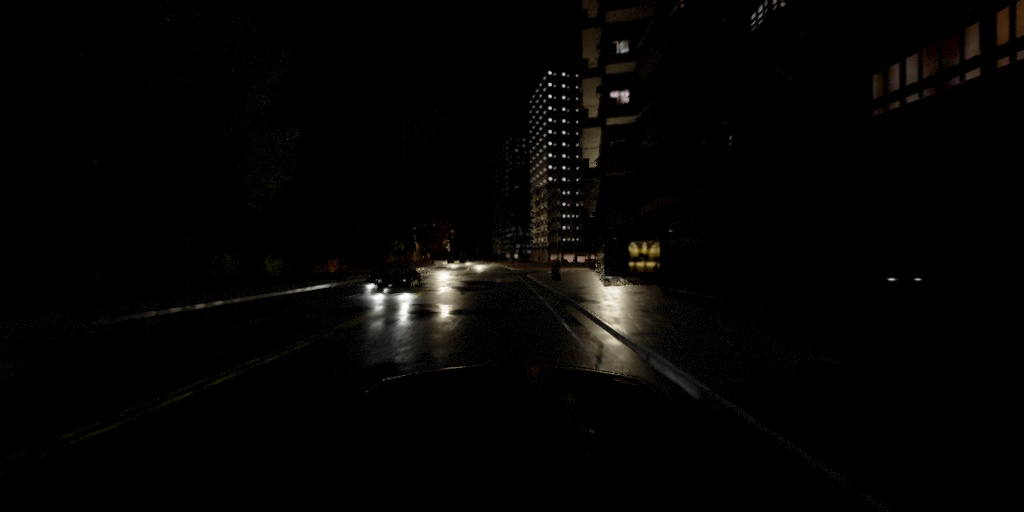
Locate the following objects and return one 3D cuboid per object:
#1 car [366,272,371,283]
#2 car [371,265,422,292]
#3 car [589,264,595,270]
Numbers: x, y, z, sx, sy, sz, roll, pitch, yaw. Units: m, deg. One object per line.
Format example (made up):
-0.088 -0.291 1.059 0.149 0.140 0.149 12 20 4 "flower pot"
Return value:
-10.413 1.464 30.027 2.033 1.411 5.357 0 0 -2 "car"
-6.913 1.395 22.449 1.812 1.442 4.674 0 0 -2 "car"
12.780 1.330 46.928 5.357 1.411 2.033 -1 0 11 "car"
